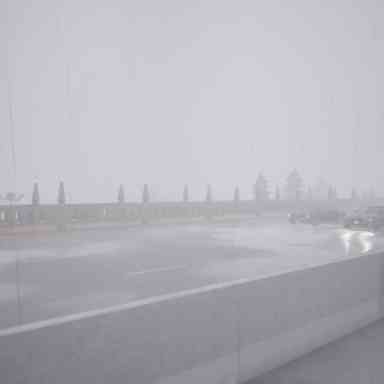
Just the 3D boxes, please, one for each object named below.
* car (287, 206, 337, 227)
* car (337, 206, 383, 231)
[{"bbox_3d":[8.736,1.622,23.131,4.718,1.301,1.895,0,0,-36],"label":"car"},{"bbox_3d":[11.228,1.586,20.635,4.181,1.385,1.994,0,0,-36],"label":"car"}]
